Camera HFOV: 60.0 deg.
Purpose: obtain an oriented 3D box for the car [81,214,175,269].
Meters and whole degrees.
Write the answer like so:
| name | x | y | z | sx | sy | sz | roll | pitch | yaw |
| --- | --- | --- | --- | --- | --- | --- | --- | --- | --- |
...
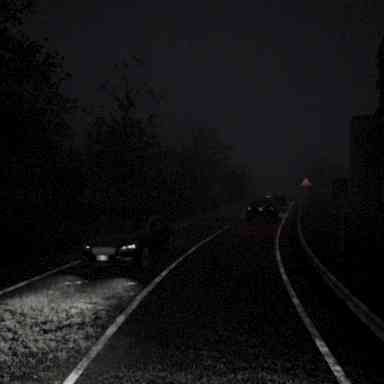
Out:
| name | x | y | z | sx | sy | sz | roll | pitch | yaw |
| --- | --- | --- | --- | --- | --- | --- | --- | --- | --- |
| car | -1.941 | 1.533 | 11.419 | 2.128 | 1.511 | 4.902 | -1 | 0 | 12 |

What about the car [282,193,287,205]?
| name | x | y | z | sx | sy | sz | roll | pitch | yaw |
| --- | --- | --- | --- | --- | --- | --- | --- | --- | --- |
| car | 10.851 | 0.815 | 41.712 | 1.882 | 1.535 | 5.008 | -2 | 2 | 18 |

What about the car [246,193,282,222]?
| name | x | y | z | sx | sy | sz | roll | pitch | yaw |
| --- | --- | --- | --- | --- | --- | --- | --- | --- | --- |
| car | 5.392 | 1.165 | 25.069 | 2.097 | 1.767 | 4.553 | -1 | 1 | 17 |
